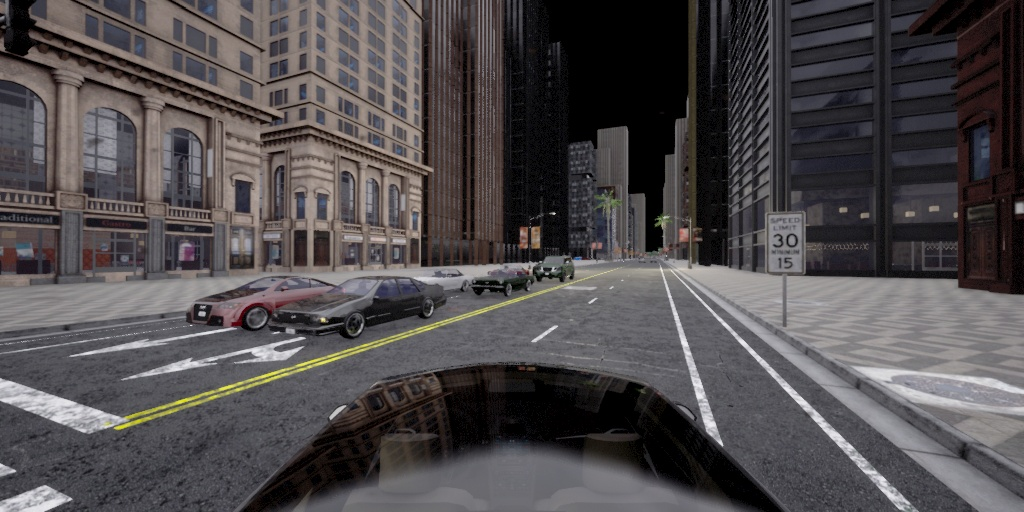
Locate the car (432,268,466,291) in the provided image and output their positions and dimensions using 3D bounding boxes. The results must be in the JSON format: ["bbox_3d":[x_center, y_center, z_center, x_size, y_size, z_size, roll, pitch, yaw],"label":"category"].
[{"bbox_3d":[-3.967,1.355,19.227,1.895,1.301,4.718,0,0,22],"label":"car"}]

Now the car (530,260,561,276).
[{"bbox_3d":[3.645,1.246,37.903,1.882,1.535,5.008,0,0,23],"label":"car"}]

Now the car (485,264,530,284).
[{"bbox_3d":[-0.224,1.361,28.459,1.895,1.301,4.718,0,0,22],"label":"car"}]

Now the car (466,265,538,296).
[{"bbox_3d":[-0.384,1.356,19.412,1.895,1.301,4.718,0,0,22],"label":"car"}]

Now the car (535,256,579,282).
[{"bbox_3d":[3.638,0.983,29.324,2.150,2.045,5.566,0,0,22],"label":"car"}]

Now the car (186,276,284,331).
[{"bbox_3d":[-7.254,1.315,11.106,1.994,1.385,4.181,0,0,22],"label":"car"}]

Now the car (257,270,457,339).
[{"bbox_3d":[-3.986,1.298,10.525,2.033,1.411,5.357,0,0,22],"label":"car"}]
